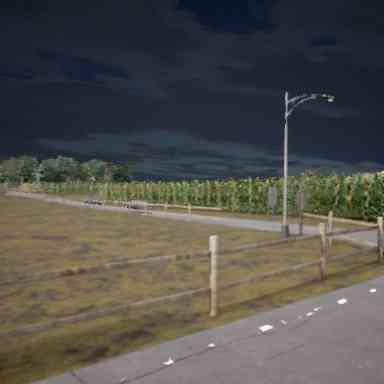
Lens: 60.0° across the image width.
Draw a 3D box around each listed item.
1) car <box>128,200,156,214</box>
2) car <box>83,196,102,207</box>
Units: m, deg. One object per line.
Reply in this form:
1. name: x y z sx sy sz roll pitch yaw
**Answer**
1. car: -5.812 1.671 38.119 1.812 1.442 4.674 2 -1 -35
2. car: -15.646 1.440 52.063 1.837 1.490 4.892 2 -1 -36
